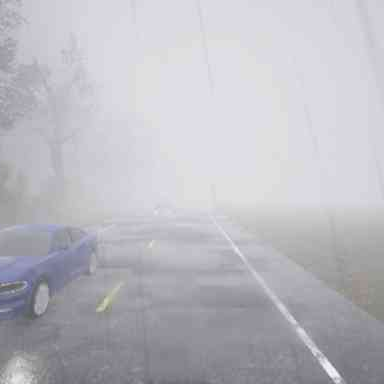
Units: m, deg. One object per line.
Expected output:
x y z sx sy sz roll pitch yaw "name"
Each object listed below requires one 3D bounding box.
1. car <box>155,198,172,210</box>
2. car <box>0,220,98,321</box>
-3.600 1.476 42.106 1.882 1.535 5.008 0 0 0 "car"
-3.602 1.479 7.550 1.882 1.535 5.008 0 0 0 "car"
